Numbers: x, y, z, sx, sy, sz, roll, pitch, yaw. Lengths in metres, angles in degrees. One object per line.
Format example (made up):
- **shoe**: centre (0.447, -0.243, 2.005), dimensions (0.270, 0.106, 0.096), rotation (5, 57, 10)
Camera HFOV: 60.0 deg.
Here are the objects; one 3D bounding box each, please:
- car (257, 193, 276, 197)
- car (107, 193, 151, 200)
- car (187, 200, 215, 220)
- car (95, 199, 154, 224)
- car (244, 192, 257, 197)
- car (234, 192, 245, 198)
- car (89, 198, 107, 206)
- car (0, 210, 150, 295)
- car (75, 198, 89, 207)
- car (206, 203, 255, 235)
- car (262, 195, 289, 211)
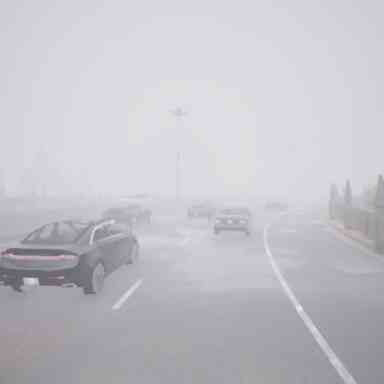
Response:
- **car**: centre (16.430, 0.939, 70.265), dimensions (5.008, 1.535, 1.882), rotation (0, 0, -44)
- **car**: centre (-6.497, 1.082, 36.611), dimensions (2.150, 2.045, 5.566), rotation (0, 0, 23)
- **car**: centre (1.082, 1.390, 26.285), dimensions (2.128, 1.511, 4.902), rotation (0, 0, 17)
- **car**: centre (-3.975, 1.409, 21.370), dimensions (1.837, 1.490, 4.892), rotation (0, 0, 14)
- **car**: centre (14.302, 1.063, 73.069), dimensions (4.892, 1.490, 1.837), rotation (0, 0, -43)
- **car**: centre (11.858, 0.792, 75.576), dimensions (5.566, 2.045, 2.150), rotation (0, 0, -43)
- **car**: centre (-9.274, 1.345, 38.959), dimensions (2.128, 1.511, 4.902), rotation (0, 0, 24)
- **car**: centre (-2.760, 1.444, 8.597), dimensions (2.128, 1.511, 4.902), rotation (0, 0, 5)
- **car**: centre (-12.316, 1.412, 40.696), dimensions (1.994, 1.385, 4.181), rotation (0, 0, 24)
- **car**: centre (2.407, 1.477, 18.388), dimensions (2.033, 1.411, 5.357), rotation (0, 0, 13)
- **car**: centre (9.614, 1.392, 37.692), dimensions (1.812, 1.442, 4.674), rotation (0, 0, 27)
